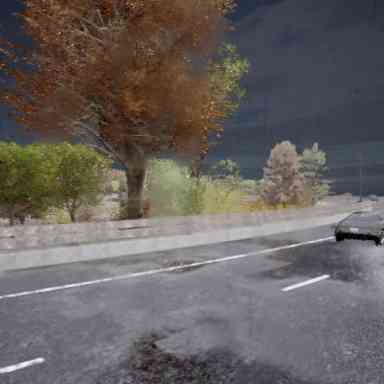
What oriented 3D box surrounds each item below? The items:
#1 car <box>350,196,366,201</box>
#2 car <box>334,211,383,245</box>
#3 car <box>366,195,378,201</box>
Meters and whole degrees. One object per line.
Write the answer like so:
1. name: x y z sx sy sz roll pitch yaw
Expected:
1. car: 40.156 1.623 81.837 1.994 1.385 4.181 0 0 3
2. car: 8.496 1.612 15.920 4.181 1.385 1.994 0 0 -45
3. car: 43.635 1.407 81.453 2.097 1.767 4.553 0 0 3
